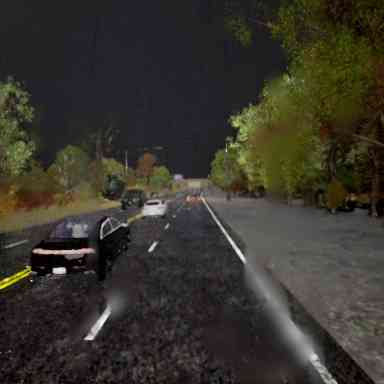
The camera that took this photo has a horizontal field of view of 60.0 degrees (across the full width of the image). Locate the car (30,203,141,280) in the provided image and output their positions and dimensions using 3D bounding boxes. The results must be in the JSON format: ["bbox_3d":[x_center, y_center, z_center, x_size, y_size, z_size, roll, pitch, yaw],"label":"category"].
[{"bbox_3d":[-3.137,1.453,10.264,2.128,1.511,4.902,0,5,0],"label":"car"}]

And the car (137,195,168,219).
[{"bbox_3d":[-3.033,1.321,27.607,1.812,1.442,4.674,-5,3,1],"label":"car"}]

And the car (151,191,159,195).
[{"bbox_3d":[-8.945,0.567,79.101,1.837,1.490,4.892,-2,1,1],"label":"car"}]

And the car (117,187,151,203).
[{"bbox_3d":[-6.325,0.696,36.959,2.150,2.045,5.566,-1,2,1],"label":"car"}]

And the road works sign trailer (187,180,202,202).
[{"bbox_3d":[0.425,-0.157,55.461,2.380,3.560,2.880,-2,1,1],"label":"road works sign trailer"}]

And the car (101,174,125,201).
[{"bbox_3d":[-8.644,-0.241,37.348,2.045,2.150,5.566,22,-11,-8],"label":"car"}]
